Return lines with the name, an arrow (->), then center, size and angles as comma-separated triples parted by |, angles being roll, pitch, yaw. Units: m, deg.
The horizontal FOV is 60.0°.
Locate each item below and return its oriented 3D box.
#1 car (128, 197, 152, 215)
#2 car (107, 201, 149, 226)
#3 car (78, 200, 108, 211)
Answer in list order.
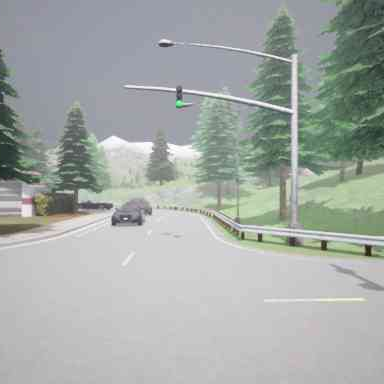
car -> -5.402, 1.337, 33.269 | 2.097, 1.767, 4.553 | 0, 0, -20
car -> -4.406, 1.553, 23.494 | 1.994, 1.385, 4.181 | 0, 0, -3
car -> -12.103, 1.586, 40.897 | 4.718, 1.301, 1.895 | 0, 0, 13
